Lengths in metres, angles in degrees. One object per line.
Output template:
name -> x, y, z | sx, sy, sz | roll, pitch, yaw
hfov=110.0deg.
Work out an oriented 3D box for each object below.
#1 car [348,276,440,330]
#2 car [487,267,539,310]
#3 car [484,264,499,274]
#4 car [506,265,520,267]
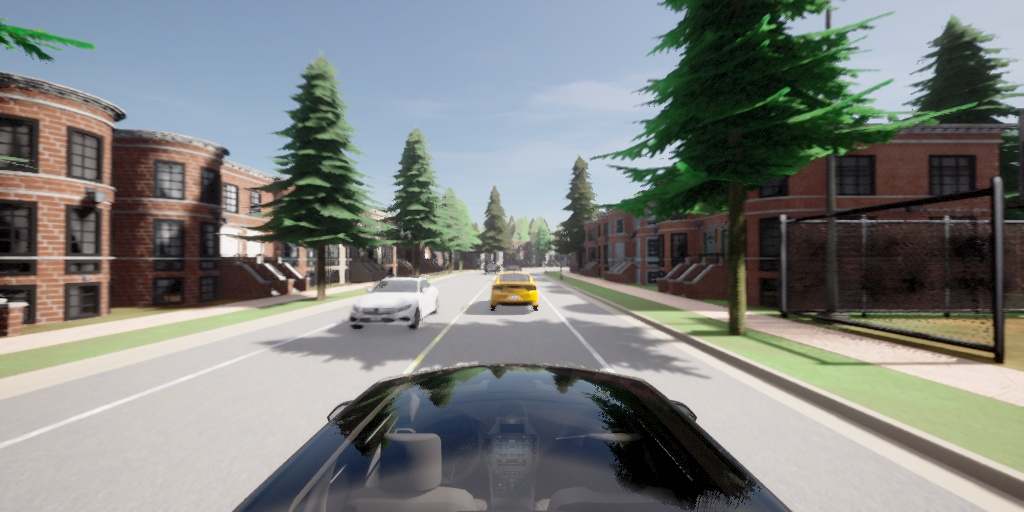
car -> -3.593, 1.401, 11.776 | 1.812, 1.442, 4.674 | 0, -1, 0
car -> 0.093, 1.401, 15.712 | 1.882, 1.535, 5.008 | 0, -1, 0
car -> -3.040, 1.899, 54.704 | 2.128, 1.511, 4.902 | 0, -1, 7
car -> 0.084, 1.667, 35.985 | 2.128, 1.511, 4.902 | 0, -1, 0
